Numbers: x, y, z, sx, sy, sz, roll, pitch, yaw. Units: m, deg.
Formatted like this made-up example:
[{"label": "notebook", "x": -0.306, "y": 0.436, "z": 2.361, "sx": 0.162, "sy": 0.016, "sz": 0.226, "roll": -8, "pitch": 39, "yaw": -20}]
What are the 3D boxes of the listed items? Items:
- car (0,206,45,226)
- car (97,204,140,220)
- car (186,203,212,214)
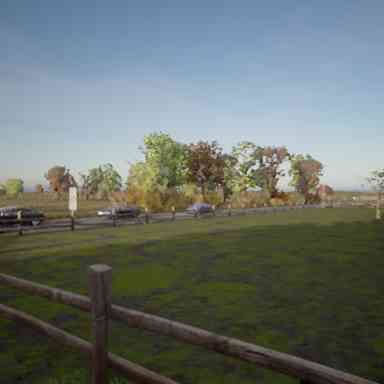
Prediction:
[{"label": "car", "x": -13.712, "y": 1.871, "z": 25.175, "sx": 1.837, "sy": 1.490, "sz": 4.892, "roll": 1, "pitch": 0, "yaw": 34}, {"label": "car", "x": -7.462, "y": 2.011, "z": 33.988, "sx": 2.128, "sy": 1.511, "sz": 4.902, "roll": 1, "pitch": 0, "yaw": 35}, {"label": "car", "x": 1.033, "y": 2.256, "z": 45.863, "sx": 1.812, "sy": 1.442, "sz": 4.674, "roll": 1, "pitch": 0, "yaw": 36}]
